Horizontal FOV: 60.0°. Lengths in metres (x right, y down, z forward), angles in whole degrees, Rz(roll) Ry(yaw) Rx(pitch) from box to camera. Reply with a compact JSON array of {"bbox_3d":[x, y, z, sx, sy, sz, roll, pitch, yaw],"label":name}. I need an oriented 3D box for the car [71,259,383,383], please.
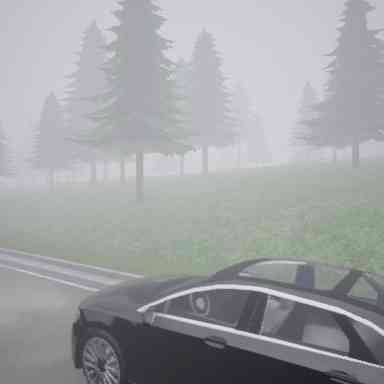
[{"bbox_3d":[0.738,1.493,3.467,4.902,1.511,2.128,0,0,36],"label":"car"}]
